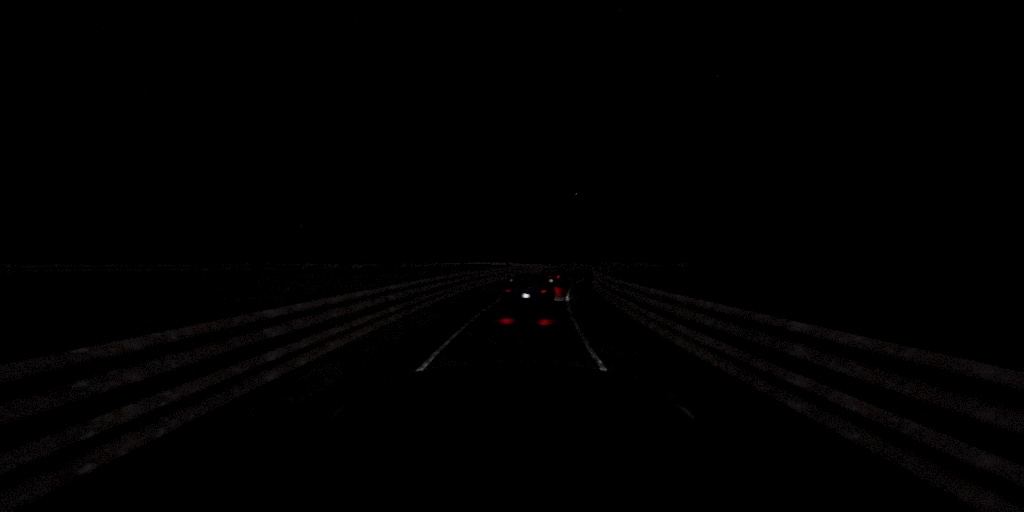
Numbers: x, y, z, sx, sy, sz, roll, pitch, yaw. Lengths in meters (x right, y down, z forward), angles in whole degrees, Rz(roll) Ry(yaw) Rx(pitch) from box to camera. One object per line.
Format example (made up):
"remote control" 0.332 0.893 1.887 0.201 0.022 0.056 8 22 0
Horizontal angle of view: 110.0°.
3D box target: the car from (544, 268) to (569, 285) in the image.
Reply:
"car" 3.474 1.639 29.281 1.895 1.301 4.718 0 -1 16

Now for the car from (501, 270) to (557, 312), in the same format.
"car" 0.778 1.454 15.154 1.994 1.385 4.181 0 -1 8
